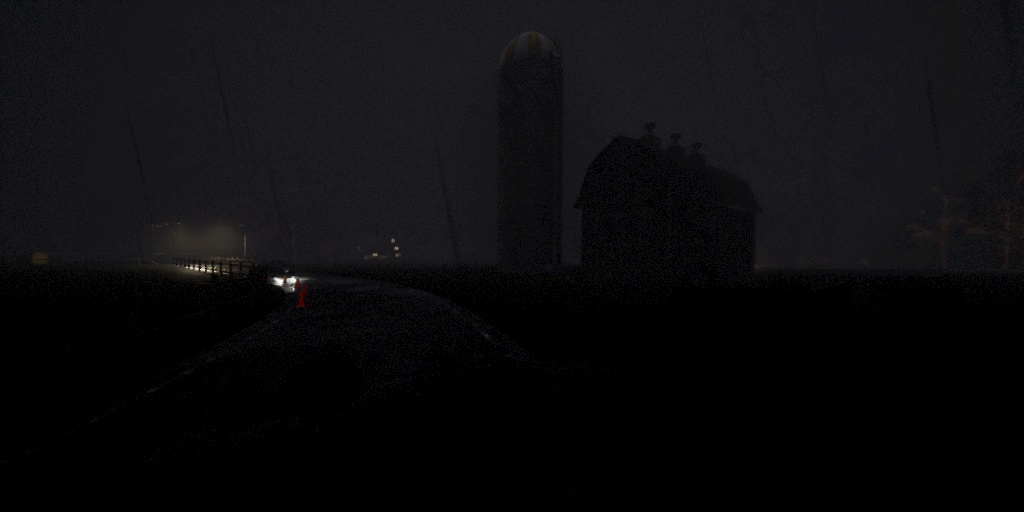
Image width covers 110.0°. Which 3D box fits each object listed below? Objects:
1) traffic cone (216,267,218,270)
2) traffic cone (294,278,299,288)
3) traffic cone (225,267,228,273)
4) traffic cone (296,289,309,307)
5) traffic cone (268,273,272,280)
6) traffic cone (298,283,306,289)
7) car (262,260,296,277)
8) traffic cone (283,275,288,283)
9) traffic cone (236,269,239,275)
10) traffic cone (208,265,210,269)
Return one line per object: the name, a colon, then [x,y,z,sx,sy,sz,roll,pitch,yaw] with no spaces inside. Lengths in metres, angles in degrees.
traffic cone: [-34.732,1.503,42.195,0.340,0.580,0.340,0,0,41]
traffic cone: [-13.206,1.656,22.093,0.340,0.580,0.340,0,0,-37]
traffic cone: [-30.967,1.534,38.905,0.340,0.580,0.340,0,0,41]
traffic cone: [-8.235,1.682,14.006,0.340,0.580,0.340,0,0,-26]
traffic cone: [-19.679,1.621,29.034,0.340,0.580,0.340,0,0,41]
traffic cone: [-10.518,1.670,18.174,0.340,0.580,0.340,0,0,-32]
car: [-22.097,1.109,33.892,4.902,1.511,2.128,0,1,41]
traffic cone: [-16.269,1.639,25.724,0.340,0.580,0.340,0,0,-43]
traffic cone: [-27.203,1.566,35.613,0.340,0.580,0.340,0,0,41]
traffic cone: [-38.496,1.471,45.487,0.340,0.580,0.340,0,0,41]
